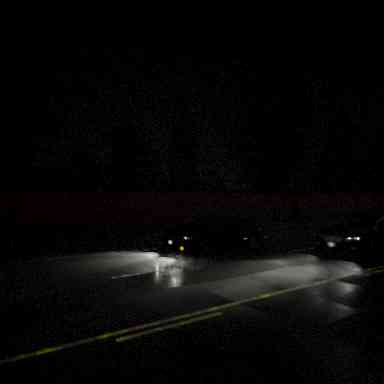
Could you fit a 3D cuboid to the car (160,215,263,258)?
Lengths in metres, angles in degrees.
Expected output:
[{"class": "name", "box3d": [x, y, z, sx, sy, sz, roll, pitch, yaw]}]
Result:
[{"class": "car", "box3d": [0.842, 1.642, 13.185, 4.181, 1.385, 1.994, 1, 0, -35]}]

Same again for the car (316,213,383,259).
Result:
[{"class": "car", "box3d": [6.939, 1.617, 13.236, 4.902, 1.511, 2.128, 1, 0, -36]}]
